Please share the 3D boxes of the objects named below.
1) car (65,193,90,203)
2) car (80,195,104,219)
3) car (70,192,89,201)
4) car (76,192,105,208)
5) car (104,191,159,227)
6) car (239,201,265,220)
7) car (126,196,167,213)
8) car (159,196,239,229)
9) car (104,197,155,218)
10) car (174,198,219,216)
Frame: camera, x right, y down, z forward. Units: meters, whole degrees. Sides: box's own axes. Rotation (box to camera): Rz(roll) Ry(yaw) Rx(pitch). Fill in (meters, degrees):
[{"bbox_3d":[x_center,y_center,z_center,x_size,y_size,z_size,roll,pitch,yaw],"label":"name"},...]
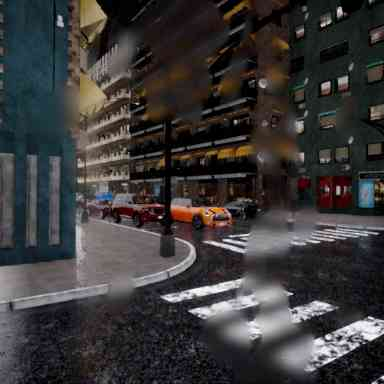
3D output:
[{"bbox_3d":[-16.952,0.860,49.087,2.033,1.411,5.357,1,1,-36],"label":"car"},{"bbox_3d":[-6.489,1.183,24.825,1.887,1.381,4.507,2,0,-36],"label":"car"},{"bbox_3d":[-19.267,0.769,56.784,1.887,1.381,4.507,2,0,-36],"label":"car"},{"bbox_3d":[-11.181,1.018,35.724,1.812,1.442,4.674,1,1,-36],"label":"car"},{"bbox_3d":[-3.217,1.034,20.312,2.192,1.841,5.009,2,0,-36],"label":"car"},{"bbox_3d":[3.588,1.353,25.192,1.947,1.339,4.313,2,0,-36],"label":"car"},{"bbox_3d":[-4.464,1.123,31.886,1.837,1.490,4.892,1,0,-36],"label":"car"},{"bbox_3d":[0.294,1.127,19.894,2.097,1.767,4.553,1,0,-37],"label":"car"},{"bbox_3d":[-5.302,1.184,27.587,2.033,1.411,5.357,1,0,-36],"label":"car"},{"bbox_3d":[0.323,1.289,29.705,1.802,1.307,4.206,2,0,-36],"label":"car"}]
